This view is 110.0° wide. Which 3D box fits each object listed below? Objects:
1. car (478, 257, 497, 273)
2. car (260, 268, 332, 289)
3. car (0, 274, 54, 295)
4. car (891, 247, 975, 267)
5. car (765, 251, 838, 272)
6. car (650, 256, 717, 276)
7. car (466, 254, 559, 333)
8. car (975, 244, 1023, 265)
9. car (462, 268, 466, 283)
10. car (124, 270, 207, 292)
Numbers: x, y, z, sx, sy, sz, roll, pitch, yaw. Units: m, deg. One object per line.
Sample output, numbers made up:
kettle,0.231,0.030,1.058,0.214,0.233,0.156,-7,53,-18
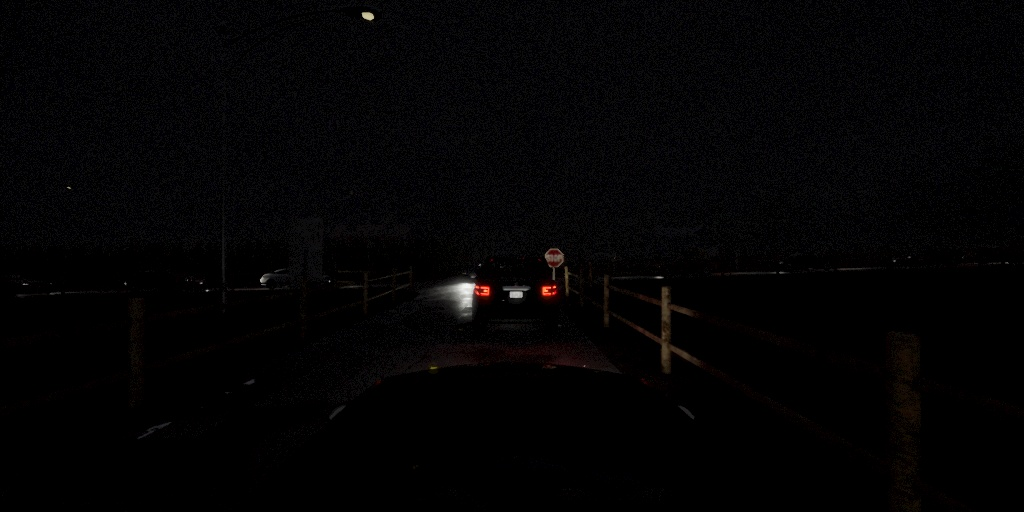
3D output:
car,-2.944,1.078,44.019,2.097,1.767,4.553,0,0,0
car,-15.444,1.589,25.763,4.674,1.442,1.812,-1,-2,0
car,-36.003,2.016,25.722,4.674,1.442,1.812,-1,-2,0
car,33.221,0.038,28.853,4.902,1.511,2.128,-2,-2,0
car,23.152,0.415,28.829,5.008,1.535,1.882,-2,-2,0
car,13.674,0.776,28.776,5.008,1.535,1.882,-2,-2,-1
car,0.060,0.975,10.857,2.150,2.045,5.566,0,0,-1
car,36.433,-0.162,25.923,4.674,1.442,1.812,-2,-2,0
car,-2.945,1.358,29.241,2.128,1.511,4.902,-2,-2,0
car,-24.773,1.754,25.743,4.902,1.511,2.128,-1,-2,0
